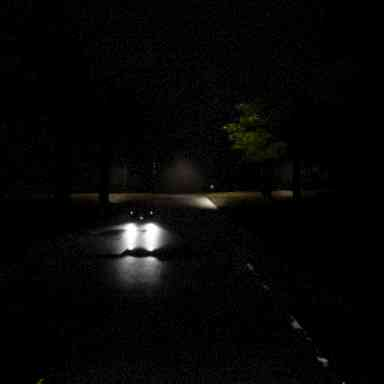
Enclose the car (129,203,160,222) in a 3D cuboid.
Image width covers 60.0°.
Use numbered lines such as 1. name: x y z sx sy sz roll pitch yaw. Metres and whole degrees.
1. car: -3.605 1.538 25.956 1.895 1.301 4.718 0 0 0
